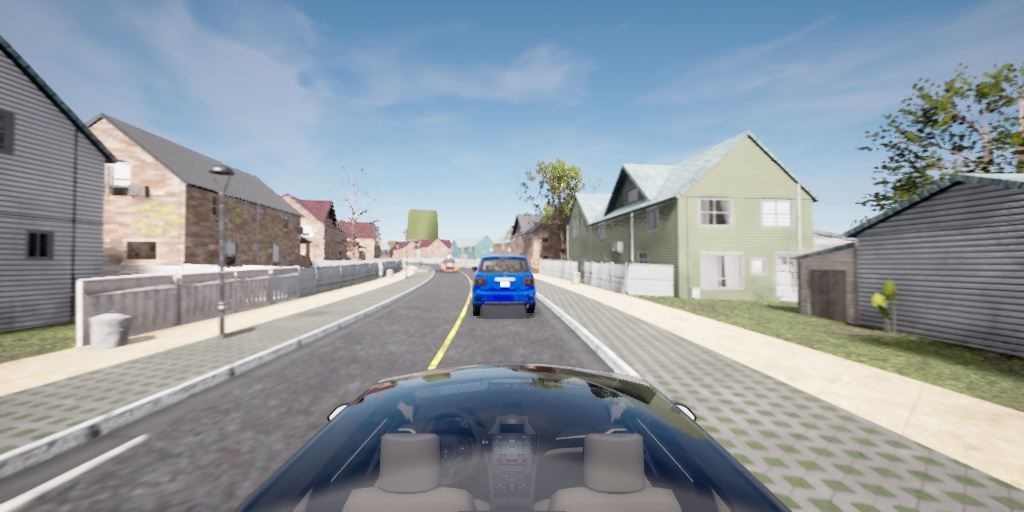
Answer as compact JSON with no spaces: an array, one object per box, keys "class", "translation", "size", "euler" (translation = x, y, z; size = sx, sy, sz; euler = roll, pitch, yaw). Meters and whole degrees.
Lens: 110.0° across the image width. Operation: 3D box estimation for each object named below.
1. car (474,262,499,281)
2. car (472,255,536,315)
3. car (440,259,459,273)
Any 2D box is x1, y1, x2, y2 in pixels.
[{"class":"car","translation":[-2.260,1.292,30.984],"size":[1.812,1.442,4.674],"euler":[0,0,-8]},{"class":"car","translation":[-0.379,0.982,13.875],"size":[2.150,2.045,5.566],"euler":[0,0,-3]},{"class":"car","translation":[-7.609,1.111,43.609],"size":[2.097,1.767,4.553],"euler":[0,0,-13]}]
